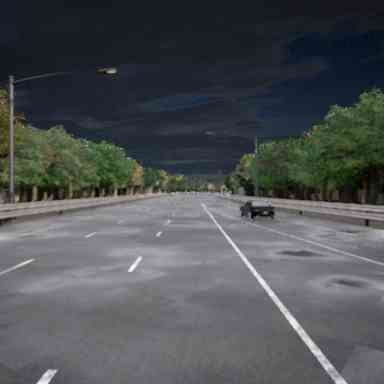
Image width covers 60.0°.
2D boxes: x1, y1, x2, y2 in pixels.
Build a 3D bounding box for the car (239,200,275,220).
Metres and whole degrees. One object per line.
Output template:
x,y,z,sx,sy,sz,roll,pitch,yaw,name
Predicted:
5.381,1.441,28.042,1.882,1.535,5.008,0,0,-6,car
